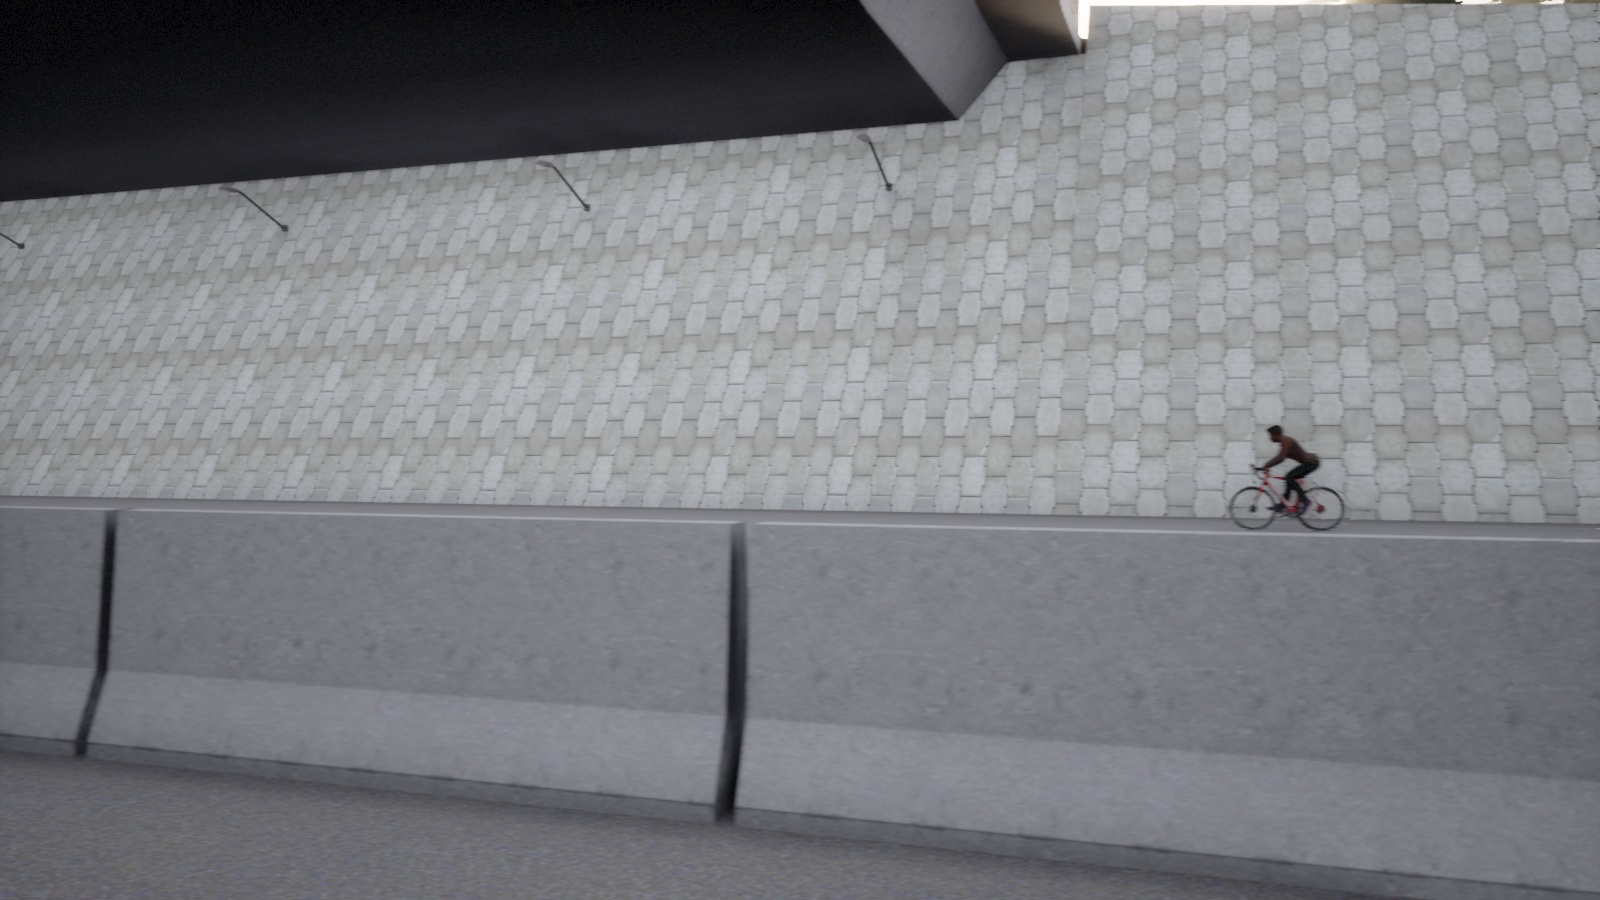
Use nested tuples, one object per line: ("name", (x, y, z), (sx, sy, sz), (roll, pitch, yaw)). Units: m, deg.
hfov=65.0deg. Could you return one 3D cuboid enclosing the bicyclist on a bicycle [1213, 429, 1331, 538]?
("bicyclist on a bicycle", (7.203, 0.498, 19.231), (1.656, 1.620, 0.582), (0, 1, 19))
